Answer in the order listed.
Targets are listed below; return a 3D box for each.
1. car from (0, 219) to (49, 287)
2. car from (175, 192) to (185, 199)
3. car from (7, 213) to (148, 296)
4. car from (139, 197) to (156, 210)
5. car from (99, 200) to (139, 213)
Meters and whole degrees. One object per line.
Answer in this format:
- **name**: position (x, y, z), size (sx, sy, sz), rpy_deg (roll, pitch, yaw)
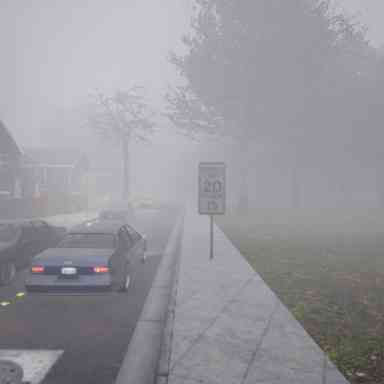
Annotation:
- **car**: position (-5.200, 1.489, 9.419), size (2.033, 1.411, 5.357), rpy_deg (0, 0, -1)
- **car**: position (-3.472, 0.939, 92.678), size (2.150, 2.045, 5.566), rpy_deg (0, 0, -1)
- **car**: position (-2.340, 1.512, 8.732), size (2.033, 1.411, 5.357), rpy_deg (0, 0, -1)
- **car**: position (-5.551, 1.312, 40.926), size (1.882, 1.535, 5.008), rpy_deg (0, 0, 0)
- **car**: position (-5.396, 1.366, 24.442), size (1.882, 1.535, 5.008), rpy_deg (0, 0, -1)
